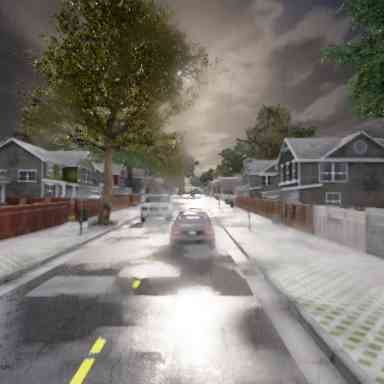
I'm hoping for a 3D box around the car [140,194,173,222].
[{"bbox_3d":[-2.696,1.197,26.454,2.150,2.045,5.566,0,0,0],"label":"car"}]

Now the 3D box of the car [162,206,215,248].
[{"bbox_3d":[0.030,1.551,14.713,2.033,1.411,5.357,0,0,0],"label":"car"}]
